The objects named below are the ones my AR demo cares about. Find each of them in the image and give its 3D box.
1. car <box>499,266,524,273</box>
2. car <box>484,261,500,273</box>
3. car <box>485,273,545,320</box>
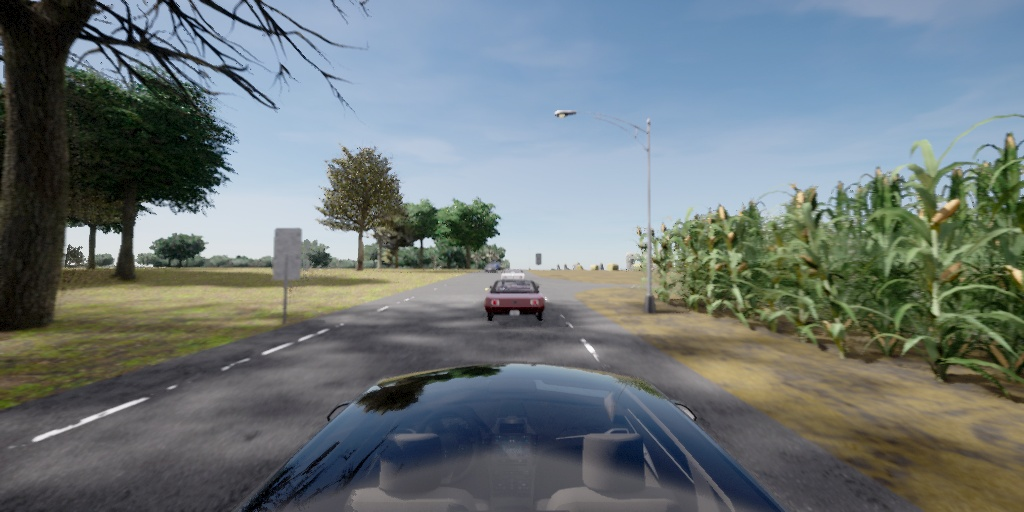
[{"bbox_3d":[0.095,1.683,29.999,1.895,1.301,4.718,0,-1,0],"label":"car"},{"bbox_3d":[-3.555,2.058,59.816,2.128,1.511,4.902,0,-1,1],"label":"car"},{"bbox_3d":[0.092,1.484,13.225,1.895,1.301,4.718,0,-1,0],"label":"car"}]
